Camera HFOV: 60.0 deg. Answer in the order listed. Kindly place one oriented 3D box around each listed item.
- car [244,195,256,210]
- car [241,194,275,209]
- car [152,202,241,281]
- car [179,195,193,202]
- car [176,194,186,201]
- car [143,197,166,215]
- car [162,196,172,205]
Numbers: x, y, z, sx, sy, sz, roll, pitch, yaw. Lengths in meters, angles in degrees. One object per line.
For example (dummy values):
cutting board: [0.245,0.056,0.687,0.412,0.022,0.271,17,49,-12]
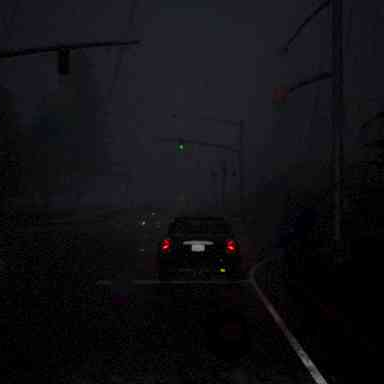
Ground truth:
car: [8.849,1.207,40.245,4.605,1.855,1.932,0,0,-1]
car: [8.434,1.213,42.755,3.866,1.878,1.905,0,0,-1]
car: [0.292,1.365,10.120,2.097,1.767,4.553,0,0,4]
car: [-0.941,1.673,64.881,1.895,1.301,4.718,0,0,-7]
car: [-2.230,1.275,75.014,2.097,1.767,4.553,0,0,-13]
car: [-4.046,1.552,35.088,1.812,1.442,4.674,0,0,0]
car: [-4.117,1.545,44.262,1.837,1.490,4.892,0,0,0]
